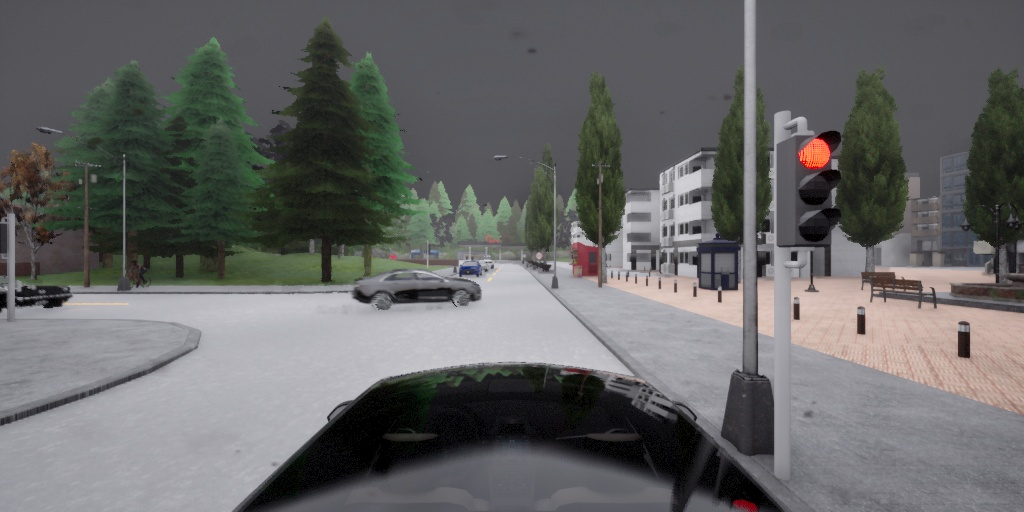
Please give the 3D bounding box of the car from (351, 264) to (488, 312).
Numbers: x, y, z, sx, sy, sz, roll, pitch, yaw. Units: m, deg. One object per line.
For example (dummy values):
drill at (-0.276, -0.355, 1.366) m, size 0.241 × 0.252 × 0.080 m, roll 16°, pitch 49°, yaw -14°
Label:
car at (-3.661, 1.243, 14.109) m, size 4.902 × 1.511 × 2.128 m, roll 0°, pitch 0°, yaw -20°

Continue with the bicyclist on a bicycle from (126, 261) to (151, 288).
bicyclist on a bicycle at (-22.132, 1.099, 21.162) m, size 0.582 × 1.620 × 1.656 m, roll 0°, pitch 0°, yaw 0°

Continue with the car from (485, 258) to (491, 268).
car at (-4.059, 1.276, 46.011) m, size 1.812 × 1.442 × 4.674 m, roll 0°, pitch 0°, yaw 0°

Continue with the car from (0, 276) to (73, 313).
car at (-18.930, 1.351, 12.761) m, size 4.718 × 1.301 × 1.895 m, roll 0°, pitch 0°, yaw 0°

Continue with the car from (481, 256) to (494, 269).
car at (-4.012, 0.971, 56.410) m, size 2.150 × 2.045 × 5.566 m, roll 0°, pitch 0°, yaw 0°

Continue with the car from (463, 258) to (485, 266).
car at (-4.081, 1.228, 35.850) m, size 1.882 × 1.535 × 5.008 m, roll 0°, pitch 0°, yaw 0°
